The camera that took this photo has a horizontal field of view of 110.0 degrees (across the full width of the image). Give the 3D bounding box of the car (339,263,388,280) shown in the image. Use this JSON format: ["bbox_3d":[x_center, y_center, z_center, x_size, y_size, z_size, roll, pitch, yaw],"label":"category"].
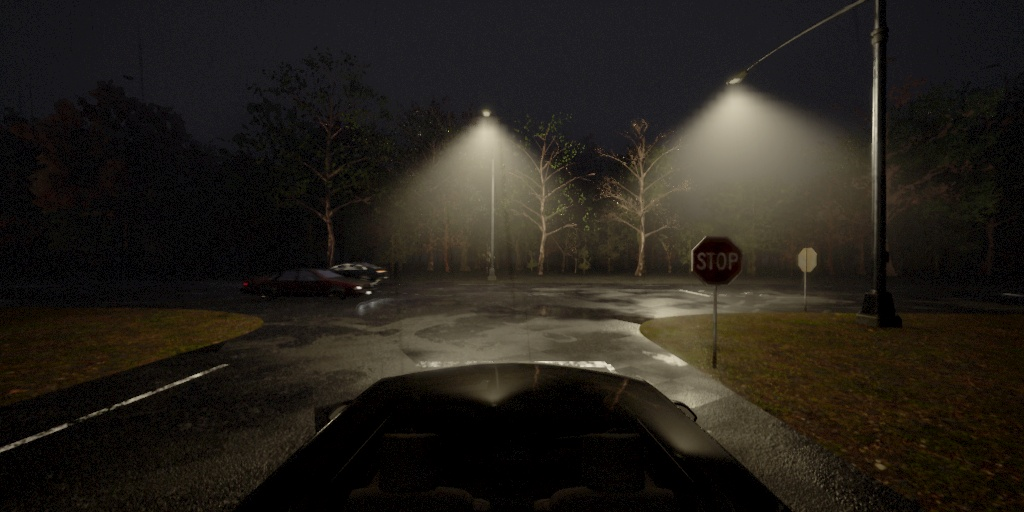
[{"bbox_3d":[-10.640,1.185,23.355,4.902,1.511,2.128,0,0,1],"label":"car"}]

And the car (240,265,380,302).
[{"bbox_3d":[-9.182,1.254,16.313,5.357,1.411,2.033,1,0,1],"label":"car"}]
